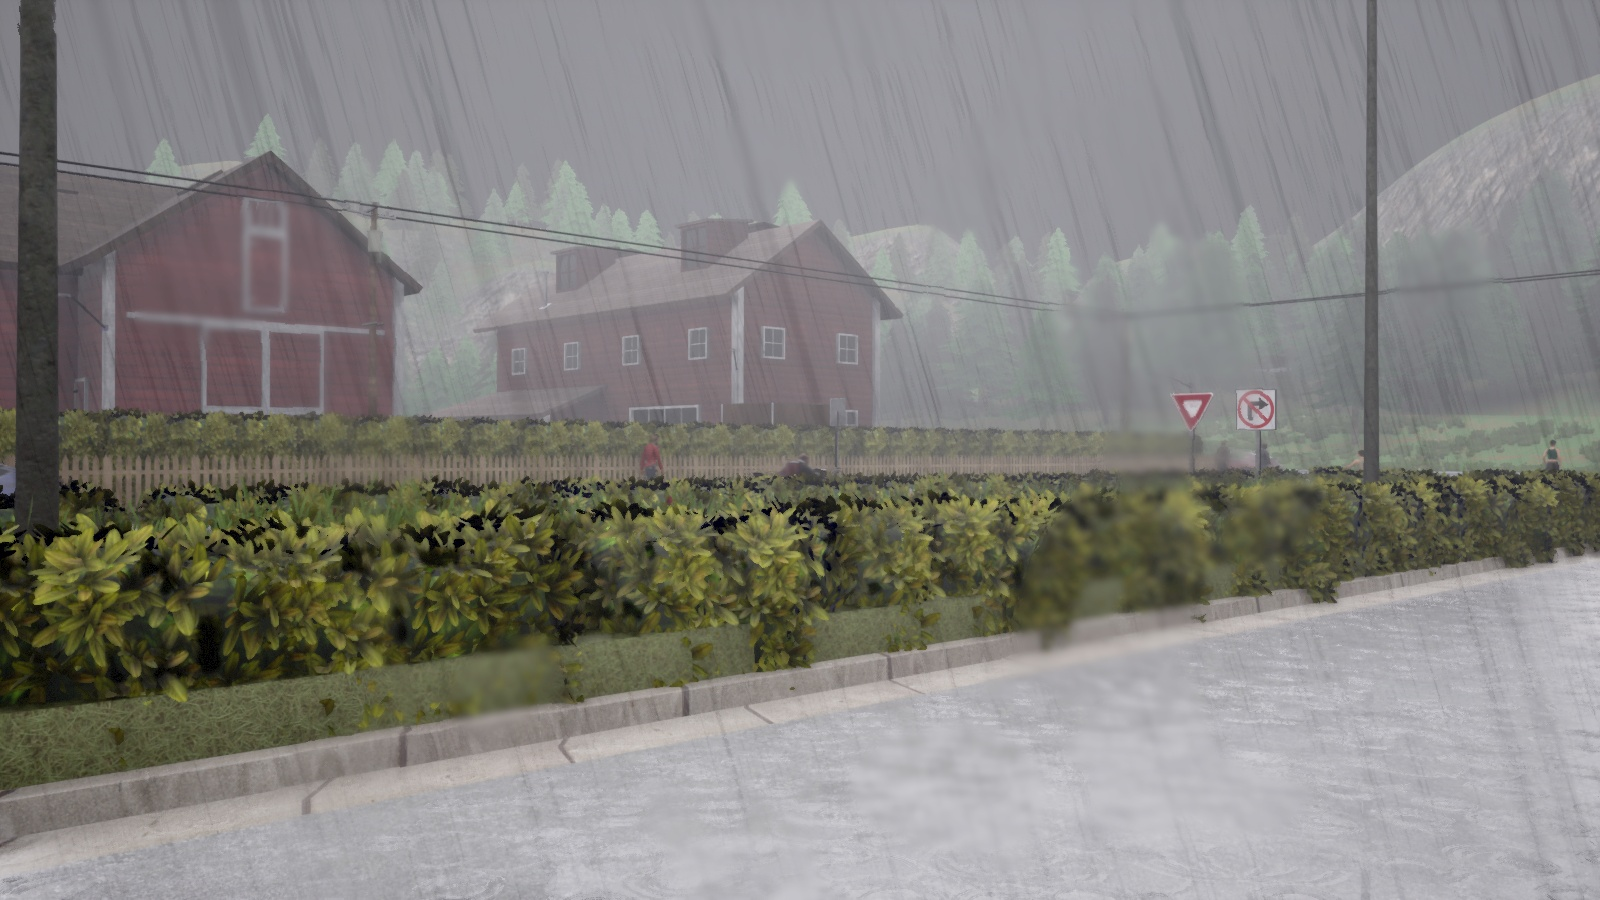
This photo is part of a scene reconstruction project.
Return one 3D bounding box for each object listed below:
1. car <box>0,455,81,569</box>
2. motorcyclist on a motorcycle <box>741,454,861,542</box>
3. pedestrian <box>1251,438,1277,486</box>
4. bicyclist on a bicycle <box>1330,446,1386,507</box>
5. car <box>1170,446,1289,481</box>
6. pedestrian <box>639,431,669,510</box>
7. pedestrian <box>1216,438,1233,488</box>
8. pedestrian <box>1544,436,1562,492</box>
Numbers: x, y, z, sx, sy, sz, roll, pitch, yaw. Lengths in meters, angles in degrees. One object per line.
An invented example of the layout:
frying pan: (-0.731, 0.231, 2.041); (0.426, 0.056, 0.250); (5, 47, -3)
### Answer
car: (-12.267, 0.810, 16.228); (4.792, 1.488, 2.163); (0, 0, -43)
motorcyclist on a motorcycle: (0.034, 0.836, 22.939); (2.191, 1.530, 0.866); (0, 0, -43)
pedestrian: (18.290, 0.482, 49.506); (0.849, 1.883, 0.563); (0, 0, -28)
bicyclist on a bicycle: (15.504, 0.734, 34.942); (0.866, 1.612, 1.509); (3, 0, 2)
car: (20.603, 0.627, 60.387); (2.152, 1.651, 5.027); (0, 0, -43)
pedestrian: (-3.478, 0.480, 29.889); (0.636, 1.846, 0.331); (0, 0, -43)
pedestrian: (15.844, 0.481, 46.817); (0.634, 1.846, 0.331); (0, 0, -43)
pedestrian: (24.951, 0.448, 41.608); (0.594, 1.836, 0.345); (0, 0, -43)
